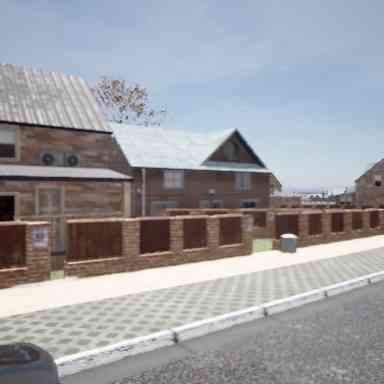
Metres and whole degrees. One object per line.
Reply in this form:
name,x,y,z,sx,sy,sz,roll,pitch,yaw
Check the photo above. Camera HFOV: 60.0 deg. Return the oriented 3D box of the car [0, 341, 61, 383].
car,-2.803,1.501,1.101,4.674,1.442,1.812,1,-1,-36
